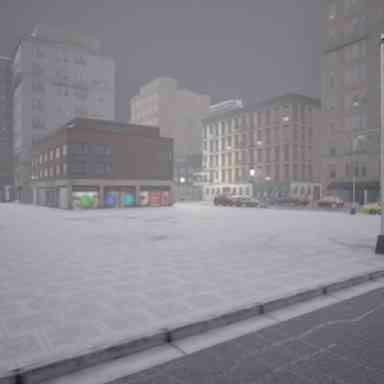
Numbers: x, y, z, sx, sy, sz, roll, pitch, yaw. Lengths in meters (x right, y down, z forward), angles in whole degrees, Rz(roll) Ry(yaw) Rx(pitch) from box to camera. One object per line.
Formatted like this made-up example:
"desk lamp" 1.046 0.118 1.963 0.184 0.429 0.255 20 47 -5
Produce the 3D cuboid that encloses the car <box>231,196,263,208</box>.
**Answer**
"car" 8.256 1.472 49.985 1.837 1.490 4.892 0 1 -35

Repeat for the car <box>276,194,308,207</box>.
"car" 15.133 1.254 49.763 2.192 1.841 5.009 0 0 -35

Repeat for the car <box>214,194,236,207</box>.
"car" 5.312 1.297 49.718 2.192 1.841 5.009 0 0 -35

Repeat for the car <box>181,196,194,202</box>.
"car" -1.294 1.482 72.820 2.008 1.369 4.403 0 0 -35

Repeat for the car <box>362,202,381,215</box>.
"car" 18.554 1.514 31.136 1.752 1.417 4.829 0 0 -35

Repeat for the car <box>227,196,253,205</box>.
"car" 8.464 1.461 59.125 1.752 1.417 4.829 0 0 -35

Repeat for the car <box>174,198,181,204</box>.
"car" -4.544 1.560 63.552 1.802 1.307 4.206 0 0 -35

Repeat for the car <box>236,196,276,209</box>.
"car" 8.598 1.534 45.108 2.008 1.369 4.403 0 0 -35

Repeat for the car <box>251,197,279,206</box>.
"car" 11.849 1.503 54.375 1.947 1.339 4.313 0 0 -35

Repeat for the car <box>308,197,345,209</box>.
"car" 18.419 1.381 45.152 1.967 1.590 4.097 0 0 -35
